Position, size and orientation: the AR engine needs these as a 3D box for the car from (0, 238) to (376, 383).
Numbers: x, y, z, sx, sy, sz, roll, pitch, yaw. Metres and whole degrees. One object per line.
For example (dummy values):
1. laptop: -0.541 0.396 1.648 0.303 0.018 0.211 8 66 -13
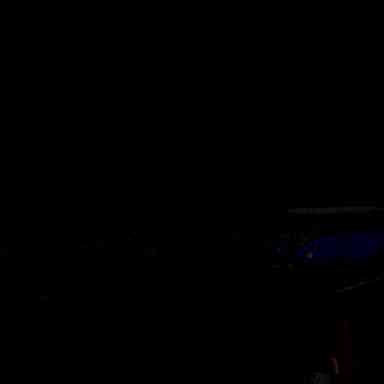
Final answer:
1. car: -0.607 1.474 2.945 5.008 1.535 1.882 0 0 -35

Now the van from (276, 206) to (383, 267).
1. van: 4.138 1.313 9.601 3.998 1.788 1.690 0 0 -35

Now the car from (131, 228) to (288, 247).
1. car: -0.451 1.534 6.329 4.507 1.381 1.887 0 0 -35
